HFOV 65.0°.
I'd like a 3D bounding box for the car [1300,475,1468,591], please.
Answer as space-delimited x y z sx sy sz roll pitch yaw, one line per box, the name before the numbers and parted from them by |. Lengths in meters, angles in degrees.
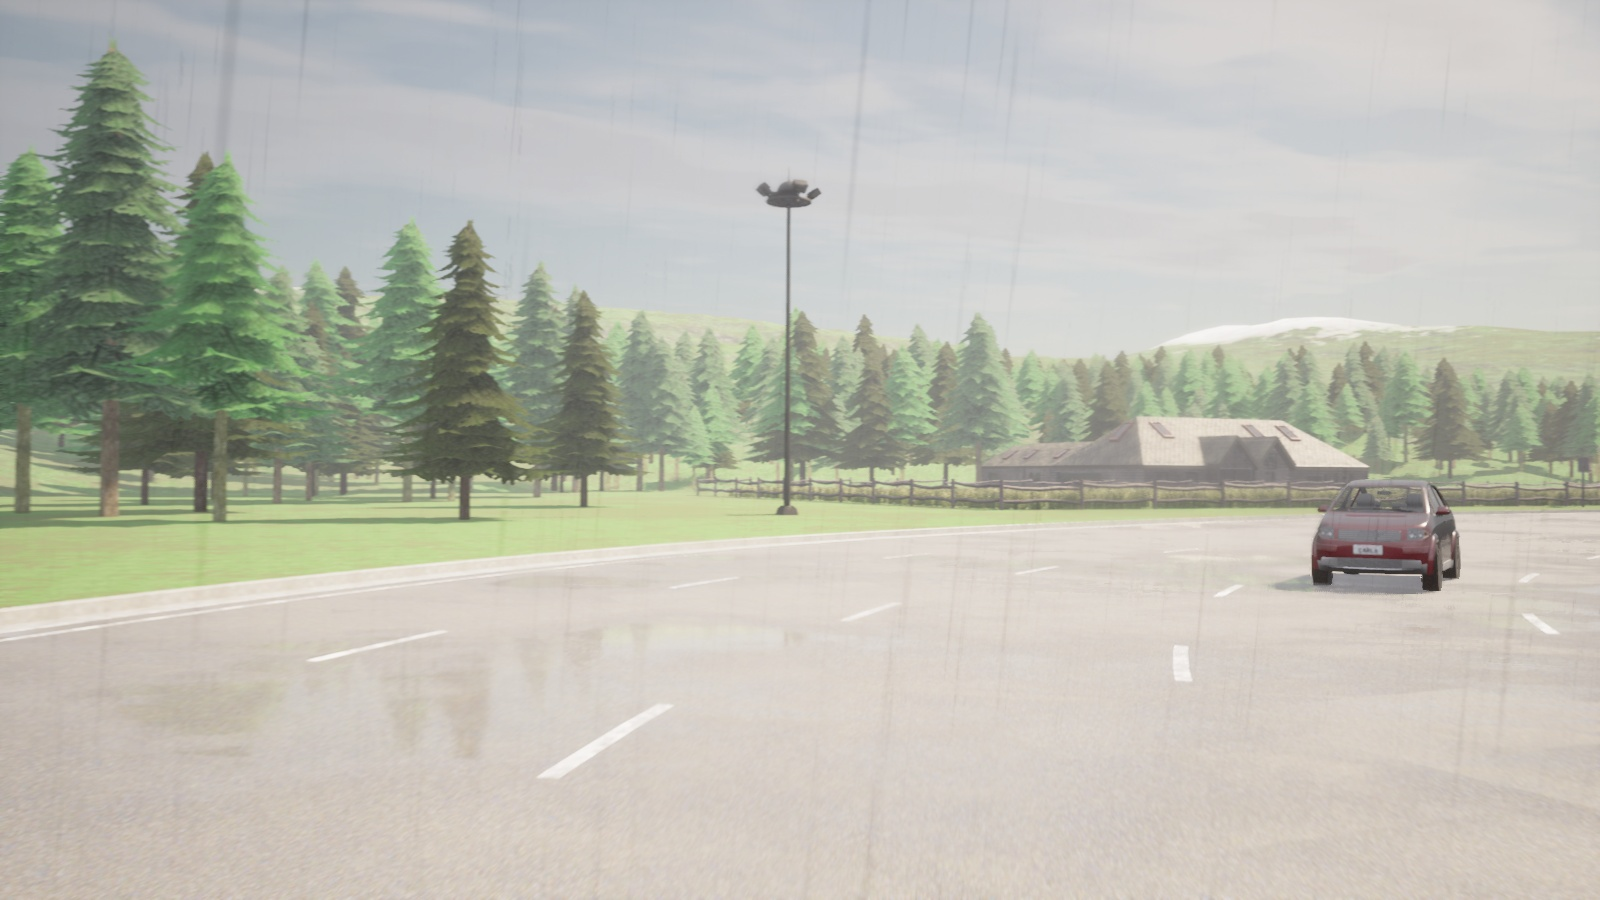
car | 8.859 1.156 18.899 1.789 1.549 3.705 -1 -2 33
